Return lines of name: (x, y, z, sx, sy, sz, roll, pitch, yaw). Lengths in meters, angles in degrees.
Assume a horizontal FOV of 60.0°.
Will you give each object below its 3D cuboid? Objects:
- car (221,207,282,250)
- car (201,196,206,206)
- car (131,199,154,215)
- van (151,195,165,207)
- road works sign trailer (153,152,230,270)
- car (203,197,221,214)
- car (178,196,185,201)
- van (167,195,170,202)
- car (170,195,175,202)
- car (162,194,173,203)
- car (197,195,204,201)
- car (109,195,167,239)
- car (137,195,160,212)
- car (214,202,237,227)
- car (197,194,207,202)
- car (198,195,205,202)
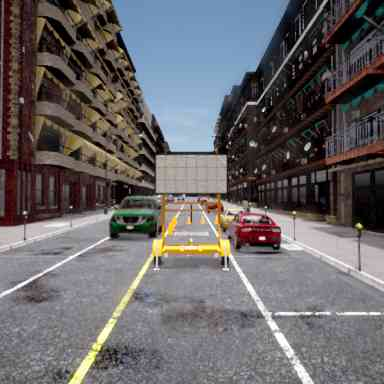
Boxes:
car: (2.557, 1.560, 14.342, 1.887, 1.381, 4.507, 1, 0, 0)
car: (2.500, 1.625, 41.995, 2.008, 1.369, 4.403, 1, 0, 0)
car: (-5.368, 1.585, 36.341, 1.752, 1.417, 4.829, 2, 0, 0)
van: (-5.398, 1.448, 53.101, 1.690, 1.788, 3.998, 2, 0, 0)
road works sign trailer: (-0.022, 0.474, 11.002, 2.380, 3.560, 2.880, 0, 0, 0)
car: (2.511, 1.605, 36.464, 1.887, 1.381, 4.507, 1, 0, 0)
car: (-2.931, 1.753, 89.091, 2.128, 1.511, 4.902, 0, 0, 0)
van: (-5.410, 1.468, 58.633, 1.690, 1.788, 3.998, 1, 0, 0)
car: (-5.432, 1.486, 69.694, 2.192, 1.841, 5.009, 1, 0, 0)
car: (-5.443, 1.510, 75.224, 2.192, 1.841, 5.009, 1, 0, 0)
car: (2.365, 1.716, 91.774, 1.967, 1.590, 4.097, 1, 0, 0)
car: (-2.783, 1.241, 17.712, 2.150, 2.045, 5.566, 0, 0, 0)
car: (-5.374, 1.389, 42.043, 2.192, 1.841, 5.009, 2, 0, 0)
car: (2.546, 1.549, 20.044, 1.752, 1.417, 4.829, 1, 0, 0)
car: (2.391, 1.534, 80.711, 2.192, 1.841, 5.009, 1, 0, 0)
car: (2.466, 1.671, 58.587, 1.887, 1.381, 4.507, 1, 0, 0)
